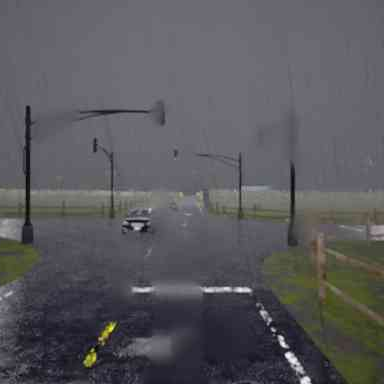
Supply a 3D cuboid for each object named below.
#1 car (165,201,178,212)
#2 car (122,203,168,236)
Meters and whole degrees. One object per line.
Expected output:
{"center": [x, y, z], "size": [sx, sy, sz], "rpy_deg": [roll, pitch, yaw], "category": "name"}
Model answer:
{"center": [-2.837, 1.884, 44.169], "size": [2.033, 1.411, 5.357], "rpy_deg": [0, 0, 0], "category": "car"}
{"center": [-2.784, 1.608, 19.338], "size": [2.128, 1.511, 4.902], "rpy_deg": [1, 0, 0], "category": "car"}
